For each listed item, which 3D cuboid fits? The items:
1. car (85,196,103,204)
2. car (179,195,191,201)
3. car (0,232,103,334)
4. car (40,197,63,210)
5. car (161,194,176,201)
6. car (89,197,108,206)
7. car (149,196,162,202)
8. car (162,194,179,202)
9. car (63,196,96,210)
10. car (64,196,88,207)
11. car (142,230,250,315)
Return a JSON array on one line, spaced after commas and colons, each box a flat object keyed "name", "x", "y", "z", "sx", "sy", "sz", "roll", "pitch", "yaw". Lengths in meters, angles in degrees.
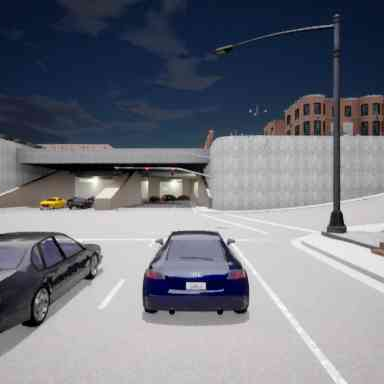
[{"name": "car", "x": -18.738, "y": 1.483, "z": 63.612, "sx": 2.128, "sy": 1.511, "sz": 4.902, "roll": 0, "pitch": 0, "yaw": -1}, {"name": "car", "x": -2.146, "y": 1.512, "z": 84.959, "sx": 1.812, "sy": 1.442, "sz": 4.674, "roll": 0, "pitch": 0, "yaw": 28}, {"name": "car", "x": -3.426, "y": 1.546, "z": 6.955, "sx": 2.033, "sy": 1.411, "sz": 5.357, "roll": 0, "pitch": 0, "yaw": 0}, {"name": "car", "x": -18.298, "y": 1.471, "z": 43.881, "sx": 1.882, "sy": 1.535, "sz": 5.008, "roll": 0, "pitch": 0, "yaw": -1}, {"name": "car", "x": -5.952, "y": 1.343, "z": 84.921, "sx": 2.097, "sy": 1.767, "sz": 4.553, "roll": 0, "pitch": 0, "yaw": 24}, {"name": "car", "x": -15.040, "y": 1.518, "z": 53.734, "sx": 1.812, "sy": 1.442, "sz": 4.674, "roll": 0, "pitch": 0, "yaw": -1}, {"name": "car", "x": -8.292, "y": 1.530, "z": 74.870, "sx": 2.033, "sy": 1.411, "sz": 5.357, "roll": 0, "pitch": 0, "yaw": 6}, {"name": "car", "x": -4.773, "y": 1.345, "z": 75.163, "sx": 2.097, "sy": 1.767, "sz": 4.553, "roll": 0, "pitch": 0, "yaw": 6}, {"name": "car", "x": -14.809, "y": 1.541, "z": 44.283, "sx": 2.033, "sy": 1.411, "sz": 5.357, "roll": 0, "pitch": 0, "yaw": -1}, {"name": "car", "x": -18.532, "y": 1.484, "z": 53.346, "sx": 2.128, "sy": 1.511, "sz": 4.902, "roll": 0, "pitch": 0, "yaw": -1}, {"name": "car", "x": 0.075, "y": 1.563, "z": 7.653, "sx": 1.994, "sy": 1.385, "sz": 4.181, "roll": 0, "pitch": 0, "yaw": 0}]
